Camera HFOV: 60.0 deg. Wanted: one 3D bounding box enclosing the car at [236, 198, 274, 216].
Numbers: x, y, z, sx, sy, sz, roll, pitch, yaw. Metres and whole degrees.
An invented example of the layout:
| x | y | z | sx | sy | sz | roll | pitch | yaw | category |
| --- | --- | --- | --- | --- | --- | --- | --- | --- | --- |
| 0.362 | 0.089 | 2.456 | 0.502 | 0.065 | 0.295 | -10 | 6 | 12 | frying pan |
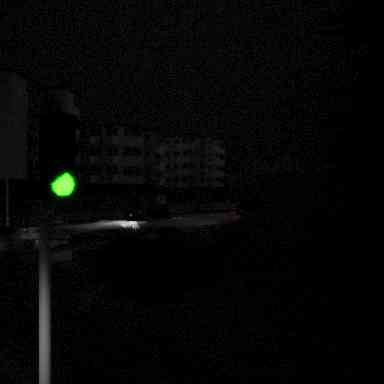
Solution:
| x | y | z | sx | sy | sz | roll | pitch | yaw | category |
| --- | --- | --- | --- | --- | --- | --- | --- | --- | --- |
| 6.040 | 1.514 | 32.766 | 1.837 | 1.490 | 4.892 | 0 | 0 | 36 | car |

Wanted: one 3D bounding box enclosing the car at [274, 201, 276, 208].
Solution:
| x | y | z | sx | sy | sz | roll | pitch | yaw | category |
| --- | --- | --- | --- | --- | --- | --- | --- | --- | --- |
| 9.890 | 1.537 | 45.302 | 1.812 | 1.442 | 4.674 | 0 | 0 | 36 | car |

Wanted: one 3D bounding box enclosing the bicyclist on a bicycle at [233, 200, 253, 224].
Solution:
| x | y | z | sx | sy | sz | roll | pitch | yaw | category |
| --- | --- | --- | --- | --- | --- | --- | --- | --- | --- |
| 3.429 | 1.355 | 21.887 | 1.656 | 1.620 | 0.582 | 0 | 0 | 36 | bicyclist on a bicycle |

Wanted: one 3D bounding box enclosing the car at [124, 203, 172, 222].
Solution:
| x | y | z | sx | sy | sz | roll | pitch | yaw | category |
| --- | --- | --- | --- | --- | --- | --- | --- | --- | --- |
| -3.458 | 1.576 | 26.693 | 1.994 | 1.385 | 4.181 | 0 | 0 | 36 | car |
